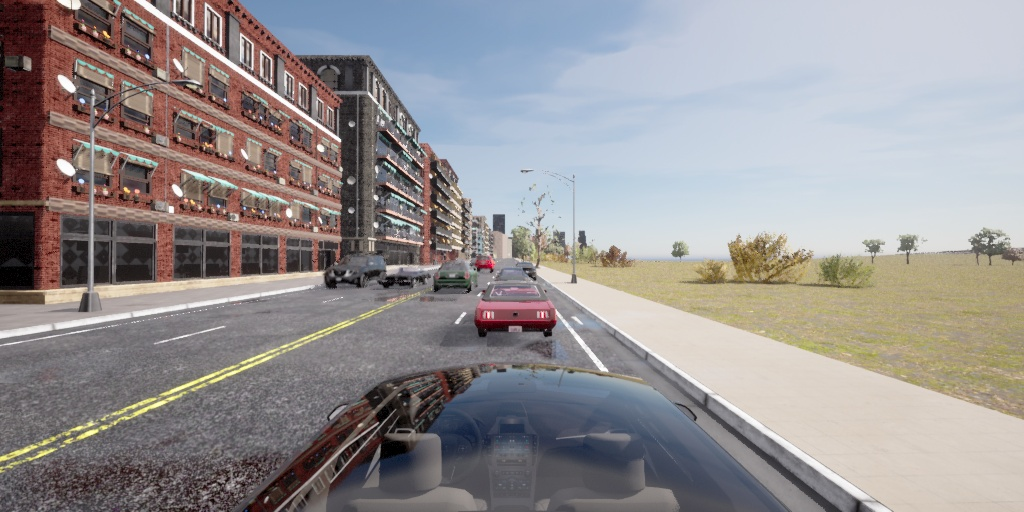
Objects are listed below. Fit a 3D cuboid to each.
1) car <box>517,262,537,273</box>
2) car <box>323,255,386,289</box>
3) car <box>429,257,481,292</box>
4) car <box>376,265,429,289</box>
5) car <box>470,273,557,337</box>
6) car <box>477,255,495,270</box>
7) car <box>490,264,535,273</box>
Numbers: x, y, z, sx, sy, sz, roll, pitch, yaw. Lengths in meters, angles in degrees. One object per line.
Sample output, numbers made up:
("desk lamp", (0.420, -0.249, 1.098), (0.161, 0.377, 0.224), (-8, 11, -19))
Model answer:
("car", (1.048, 1.259, 30.282), (1.837, 1.490, 4.892), (0, 0, 0))
("car", (-9.917, 0.975, 23.265), (2.150, 2.045, 5.566), (0, 0, 0))
("car", (-3.212, 1.105, 21.286), (2.097, 1.767, 4.553), (0, 0, 0))
("car", (-6.667, 1.354, 22.825), (1.895, 1.301, 4.718), (0, 0, 0))
("car", (0.074, 1.352, 10.258), (1.895, 1.301, 4.718), (0, 0, 0))
("car", (-3.281, 0.966, 43.893), (2.150, 2.045, 5.566), (0, -1, 0))
("car", (0.033, 1.317, 20.288), (1.994, 1.385, 4.181), (0, 0, 0))
